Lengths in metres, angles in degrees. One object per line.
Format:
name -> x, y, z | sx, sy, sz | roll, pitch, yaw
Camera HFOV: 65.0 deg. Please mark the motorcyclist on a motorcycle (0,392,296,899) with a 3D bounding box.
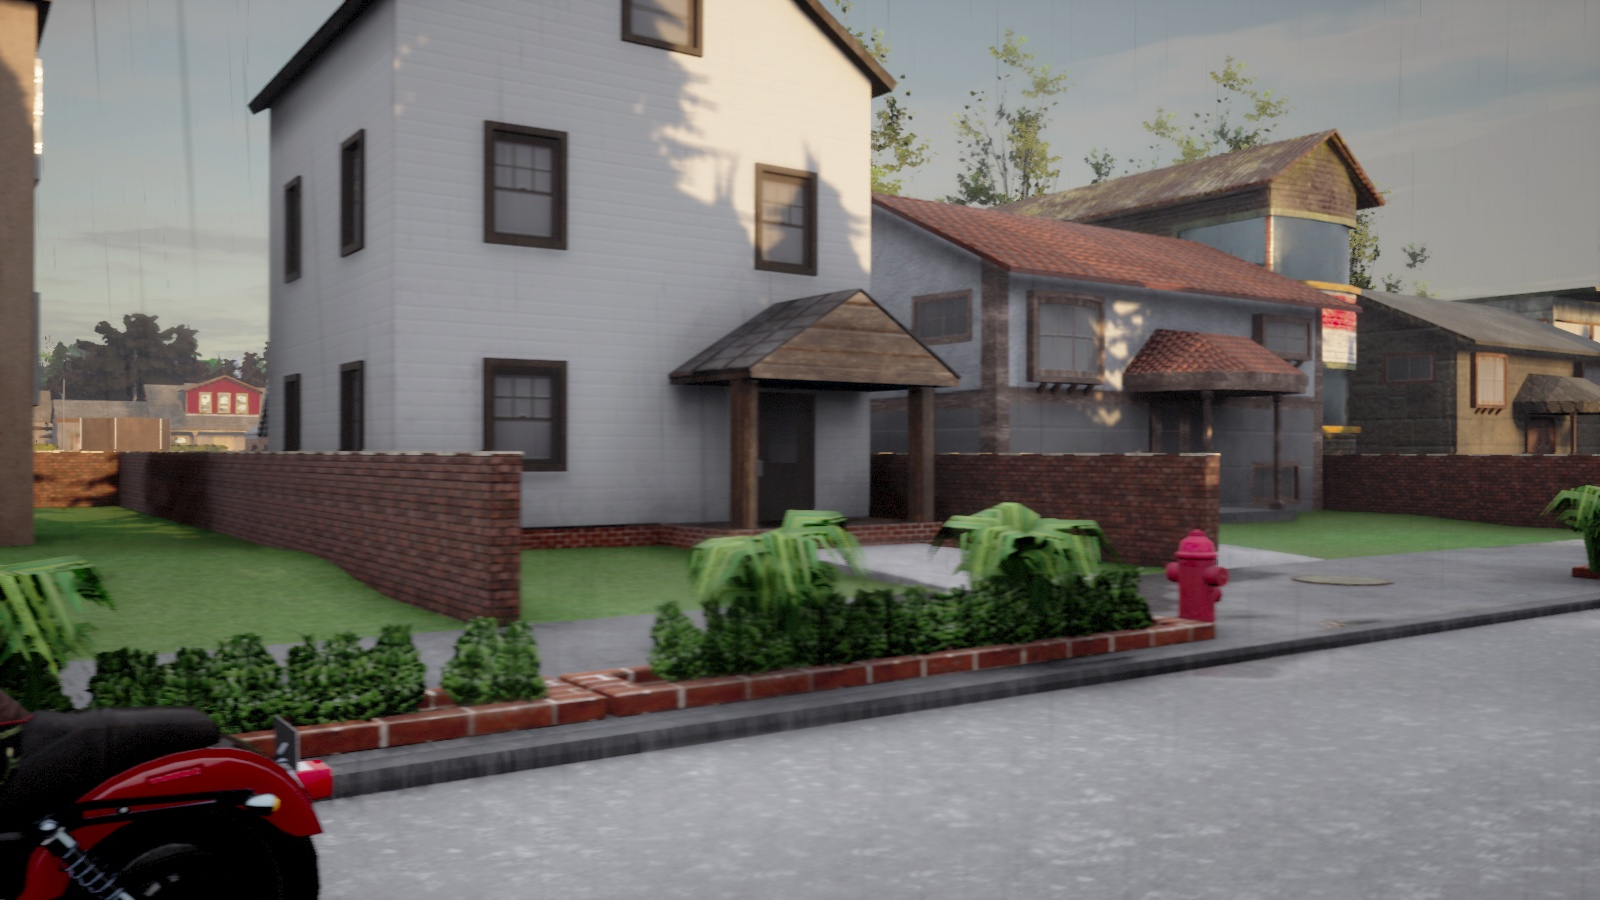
motorcyclist on a motorcycle -> -2.377, 0.707, 2.615 | 2.350, 1.649, 0.766 | 0, 0, -35
